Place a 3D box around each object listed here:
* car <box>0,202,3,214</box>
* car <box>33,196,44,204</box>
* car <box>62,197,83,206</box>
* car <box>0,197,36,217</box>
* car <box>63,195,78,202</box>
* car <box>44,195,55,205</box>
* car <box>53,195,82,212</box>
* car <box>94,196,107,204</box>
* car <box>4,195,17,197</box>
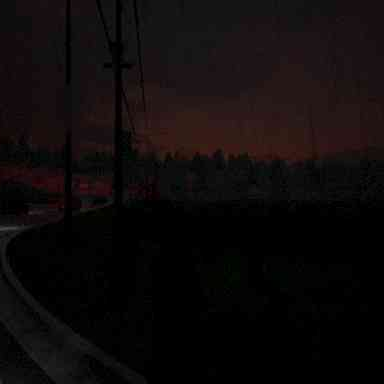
[{"bbox_3d":[-11.812,1.505,16.904,1.837,1.490,4.892,0,0,-7],"label":"car"},{"bbox_3d":[-27.753,1.522,62.906,1.812,1.442,4.674,0,0,-7],"label":"car"},{"bbox_3d":[-19.825,1.545,55.392,2.033,1.411,5.357,0,0,-6],"label":"car"},{"bbox_3d":[-17.044,1.490,31.540,2.128,1.511,4.902,0,0,-7],"label":"car"},{"bbox_3d":[-25.006,1.329,68.696,1.837,1.490,4.892,0,0,-7],"label":"car"},{"bbox_3d":[-23.859,1.349,58.868,2.097,1.767,4.553,0,0,-7],"label":"car"},{"bbox_3d":[-14.424,1.476,39.284,1.882,1.535,5.008,0,0,-7],"label":"car"},{"bbox_3d":[-17.159,1.488,62.706,2.128,1.511,4.902,0,0,-7],"label":"car"},{"bbox_3d":[-30.510,1.349,56.329,2.097,1.767,4.553,0,0,-7],"label":"car"}]
